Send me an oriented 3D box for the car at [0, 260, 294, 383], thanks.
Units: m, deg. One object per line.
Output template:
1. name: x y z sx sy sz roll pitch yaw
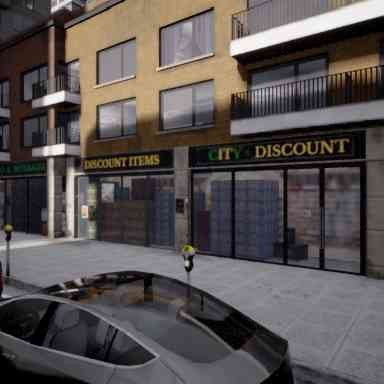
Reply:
1. car: -1.099 1.566 3.586 4.313 1.339 1.947 0 0 35
